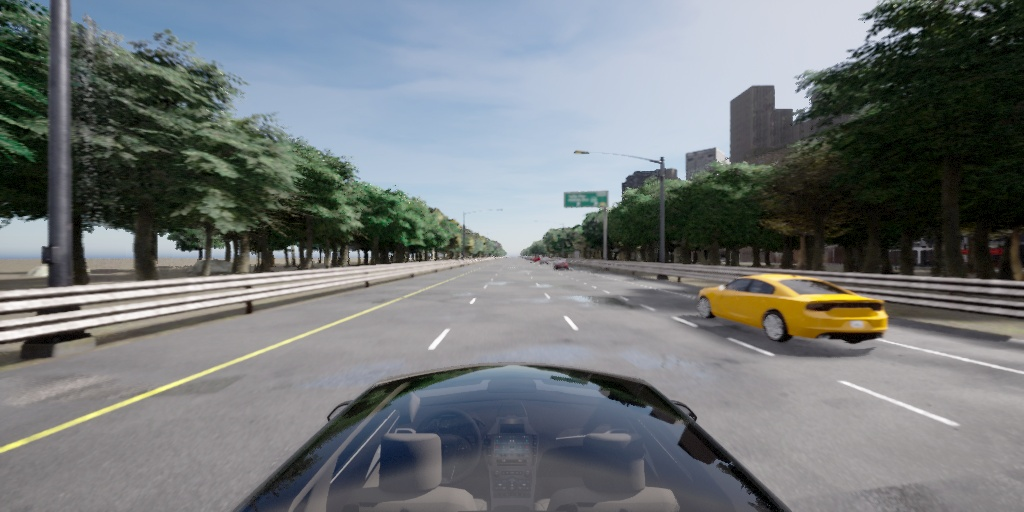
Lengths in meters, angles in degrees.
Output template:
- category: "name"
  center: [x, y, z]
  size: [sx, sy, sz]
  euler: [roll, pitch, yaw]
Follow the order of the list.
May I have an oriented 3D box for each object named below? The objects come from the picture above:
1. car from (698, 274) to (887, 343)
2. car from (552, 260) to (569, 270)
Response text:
- category: "car"
  center: [7.006, 1.233, 9.754]
  size: [1.882, 1.535, 5.008]
  euler: [0, 0, 0]
- category: "car"
  center: [7.145, 1.255, 52.667]
  size: [1.812, 1.442, 4.674]
  euler: [0, 0, 0]
